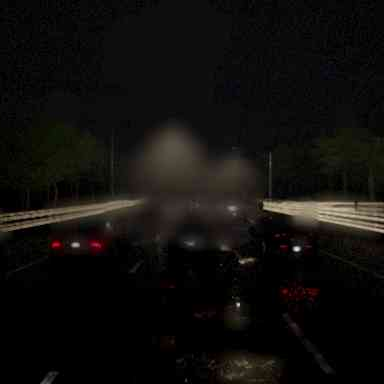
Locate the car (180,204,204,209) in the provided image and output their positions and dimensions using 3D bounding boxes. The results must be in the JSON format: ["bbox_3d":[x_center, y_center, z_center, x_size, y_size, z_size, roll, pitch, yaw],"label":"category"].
[{"bbox_3d":[0.005,1.769,28.510,2.128,1.511,4.902,0,0,0],"label":"car"}]

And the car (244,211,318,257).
[{"bbox_3d":[3.514,1.643,13.512,1.837,1.490,4.892,0,0,0],"label":"car"}]

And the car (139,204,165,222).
[{"bbox_3d":[-3.489,1.759,29.240,1.882,1.535,5.008,0,0,0],"label":"car"}]

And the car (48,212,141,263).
[{"bbox_3d":[-3.495,1.673,12.539,2.033,1.411,5.357,0,-1,0],"label":"car"}]

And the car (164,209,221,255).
[{"bbox_3d":[0.015,1.665,13.908,1.812,1.442,4.674,0,0,0],"label":"car"}]

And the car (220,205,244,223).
[{"bbox_3d":[3.507,1.841,28.604,1.994,1.385,4.181,0,0,1],"label":"car"}]
